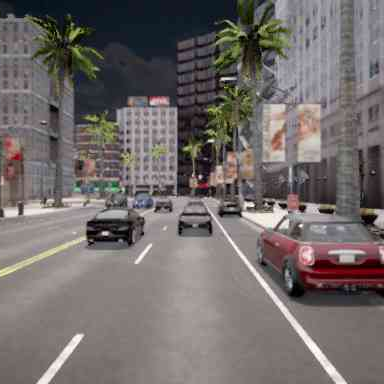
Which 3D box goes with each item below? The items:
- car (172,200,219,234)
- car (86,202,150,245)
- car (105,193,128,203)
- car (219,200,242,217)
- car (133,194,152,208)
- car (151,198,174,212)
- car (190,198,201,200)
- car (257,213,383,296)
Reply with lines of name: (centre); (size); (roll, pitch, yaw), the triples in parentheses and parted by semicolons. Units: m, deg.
car: (0.187, 1.474, 19.105); (2.128, 1.511, 4.902); (0, 0, 1)
car: (-3.356, 1.463, 15.445); (1.882, 1.535, 5.008); (0, 0, 1)
car: (-10.127, 1.219, 45.123); (2.150, 2.045, 5.566); (0, 0, 1)
car: (3.408, 1.485, 30.698); (2.161, 1.482, 4.786); (0, 0, 0)
car: (-6.627, 1.276, 45.089); (2.150, 2.045, 5.566); (0, 0, 1)
car: (-3.107, 1.469, 37.826); (1.837, 1.490, 4.892); (0, 0, 0)
car: (0.392, 1.469, 37.531); (1.837, 1.490, 4.892); (0, 0, 1)
car: (3.098, 1.346, 8.768); (2.185, 1.767, 4.553); (0, 0, 0)
